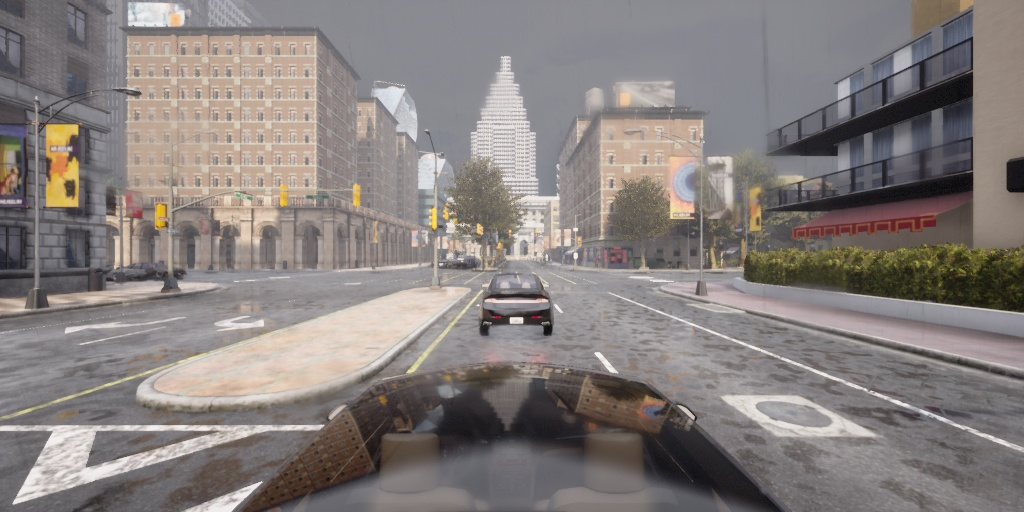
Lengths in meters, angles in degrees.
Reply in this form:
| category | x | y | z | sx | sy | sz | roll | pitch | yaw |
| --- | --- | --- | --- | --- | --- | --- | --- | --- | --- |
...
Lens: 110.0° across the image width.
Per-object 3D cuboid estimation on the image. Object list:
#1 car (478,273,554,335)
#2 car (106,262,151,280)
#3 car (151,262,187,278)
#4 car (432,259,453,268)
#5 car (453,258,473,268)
| category | x | y | z | sx | sy | sz | roll | pitch | yaw |
| --- | --- | --- | --- | --- | --- | --- | --- | --- | --- |
| car | 0.106 | 1.242 | 10.500 | 2.128 | 1.511 | 4.902 | 0 | 0 | 0 |
| car | -33.825 | 1.352 | 30.121 | 4.718 | 1.301 | 1.895 | 0 | 0 | 0 |
| car | -33.848 | 1.299 | 33.619 | 5.357 | 1.411 | 2.033 | 0 | 0 | 0 |
| car | -11.513 | 1.245 | 60.633 | 2.128 | 1.511 | 4.902 | 0 | 0 | 0 |
| car | -8.023 | 1.354 | 59.186 | 1.895 | 1.301 | 4.718 | 0 | 0 | 0 |
